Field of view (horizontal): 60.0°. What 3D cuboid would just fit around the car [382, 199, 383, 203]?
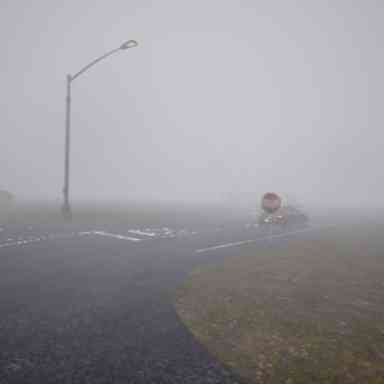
[{"bbox_3d":[47.366,1.789,79.928,2.097,1.767,4.553,2,1,41],"label":"car"}]

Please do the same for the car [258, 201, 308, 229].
[{"bbox_3d":[6.138,1.603,22.270,1.812,1.442,4.674,2,1,41],"label":"car"}]
